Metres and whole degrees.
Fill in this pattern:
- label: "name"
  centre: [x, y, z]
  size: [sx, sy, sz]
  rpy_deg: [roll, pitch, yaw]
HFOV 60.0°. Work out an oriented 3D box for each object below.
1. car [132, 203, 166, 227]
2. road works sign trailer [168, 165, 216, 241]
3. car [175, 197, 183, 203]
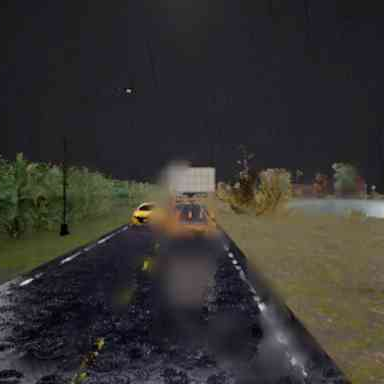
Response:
- label: "car"
  centre: [-2.846, 1.480, 22.797]
  size: [1.882, 1.535, 5.008]
  rpy_deg: [0, 0, 0]
- label: "road works sign trailer"
  centre: [0.002, 0.462, 16.734]
  size: [2.380, 3.560, 2.880]
  rpy_deg: [0, 0, 0]
- label: "car"
  centre: [-2.750, 1.615, 64.962]
  size: [2.033, 1.411, 5.357]
  rpy_deg: [0, 0, 0]
